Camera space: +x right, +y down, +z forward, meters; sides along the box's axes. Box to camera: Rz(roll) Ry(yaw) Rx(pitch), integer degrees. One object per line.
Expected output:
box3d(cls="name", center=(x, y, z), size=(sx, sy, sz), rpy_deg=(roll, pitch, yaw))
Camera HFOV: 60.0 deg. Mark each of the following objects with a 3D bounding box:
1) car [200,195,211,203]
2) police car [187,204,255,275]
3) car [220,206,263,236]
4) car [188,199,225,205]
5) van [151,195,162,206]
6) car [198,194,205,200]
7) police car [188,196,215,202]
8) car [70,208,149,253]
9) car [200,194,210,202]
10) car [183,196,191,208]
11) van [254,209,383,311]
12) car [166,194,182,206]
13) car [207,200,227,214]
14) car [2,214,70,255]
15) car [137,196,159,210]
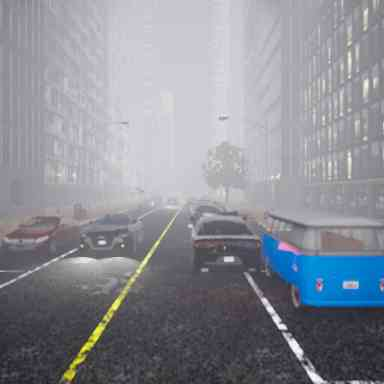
box3d(cls="car", center=(2.624, 1.353, 64.388), size=(1.967, 1.590, 4.097), rpy_deg=(0, 0, 0))
box3d(cls="police car", center=(0.889, 1.415, 10.591), size=(1.930, 1.638, 5.238), rpy_deg=(0, 0, 0))
box3d(cls="car", center=(2.671, 1.565, 18.848), size=(1.802, 1.307, 4.206), rpy_deg=(0, 0, 0))
box3d(cls="car", center=(0.879, 1.459, 20.481), size=(1.882, 1.535, 5.008), rpy_deg=(0, 0, 0))
box3d(cls="van", center=(-5.745, 1.281, 52.998), size=(1.690, 1.788, 3.998), rpy_deg=(0, 0, 0))
box3d(cls="car", center=(2.595, 1.380, 92.851), size=(1.887, 1.381, 4.507), rpy_deg=(0, 0, 0))
box3d(cls="police car", center=(0.872, 1.401, 26.591), size=(1.930, 1.638, 5.238), rpy_deg=(0, 0, 0))
box3d(cls="car", center=(-3.114, 1.551, 13.519), size=(1.994, 1.385, 4.181), rpy_deg=(0, 0, 0))
box3d(cls="car", center=(2.618, 1.339, 70.080), size=(1.967, 1.590, 4.097), rpy_deg=(0, 0, 0))
box3d(cls="car", center=(-0.039, 1.552, 47.383), size=(1.895, 1.301, 4.718), rpy_deg=(0, 0, 0))
box3d(cls="van", center=(2.682, 1.334, 7.464), size=(1.690, 1.788, 3.998), rpy_deg=(0, 0, 0))
box3d(cls="car", center=(-3.137, 1.427, 54.739), size=(2.128, 1.511, 4.902), rpy_deg=(0, 0, 0))
box3d(cls="car", center=(2.653, 1.549, 35.926), size=(1.802, 1.307, 4.206), rpy_deg=(0, 0, 0))
box3d(cls="car", center=(-5.704, 1.570, 13.150), size=(1.802, 1.307, 4.206), rpy_deg=(0, 0, 0))
box3d(cls="car", center=(-5.733, 1.511, 41.613), size=(2.008, 1.369, 4.403), rpy_deg=(0, 0, 0))
